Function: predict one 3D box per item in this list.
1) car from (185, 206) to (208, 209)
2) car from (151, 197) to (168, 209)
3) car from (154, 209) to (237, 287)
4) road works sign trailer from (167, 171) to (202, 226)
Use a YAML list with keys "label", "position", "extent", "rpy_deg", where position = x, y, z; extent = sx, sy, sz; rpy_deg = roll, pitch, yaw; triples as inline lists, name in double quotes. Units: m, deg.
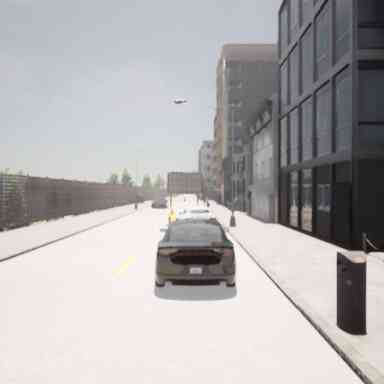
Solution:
- label: "car"
  position: [0.258, 1.521, 18.664]
  extent: [1.812, 1.442, 4.674]
  rpy_deg: [-1, -1, -6]
- label: "car"
  position: [-4.190, 1.455, 43.422]
  extent: [1.837, 1.490, 4.892]
  rpy_deg: [0, 0, 0]
- label: "car"
  position: [0.079, 1.467, 9.330]
  extent: [1.882, 1.535, 5.008]
  rpy_deg: [0, 0, 0]
- label: "road works sign trailer"
  position: [-0.526, 0.439, 22.186]
  extent: [2.380, 3.560, 2.880]
  rpy_deg: [0, 0, -15]
